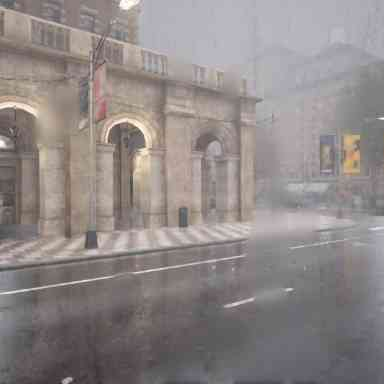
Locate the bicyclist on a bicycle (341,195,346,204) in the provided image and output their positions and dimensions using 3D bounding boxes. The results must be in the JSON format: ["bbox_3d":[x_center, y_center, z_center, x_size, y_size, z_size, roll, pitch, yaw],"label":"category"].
[{"bbox_3d":[26.016,1.300,56.959,1.656,1.620,0.582,0,0,-36],"label":"bicyclist on a bicycle"}]

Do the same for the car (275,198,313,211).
[{"bbox_3d":[12.809,1.503,41.979,1.837,1.490,4.892,0,1,-36],"label":"car"}]

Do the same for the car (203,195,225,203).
[{"bbox_3d":[4.709,1.518,72.949,2.128,1.511,4.902,0,0,-36],"label":"car"}]

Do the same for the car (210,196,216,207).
[{"bbox_3d":[1.428,1.595,46.360,1.895,1.301,4.718,0,0,-36],"label":"car"}]

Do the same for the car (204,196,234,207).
[{"bbox_3d":[4.290,1.492,53.754,2.128,1.511,4.902,0,0,-36],"label":"car"}]
